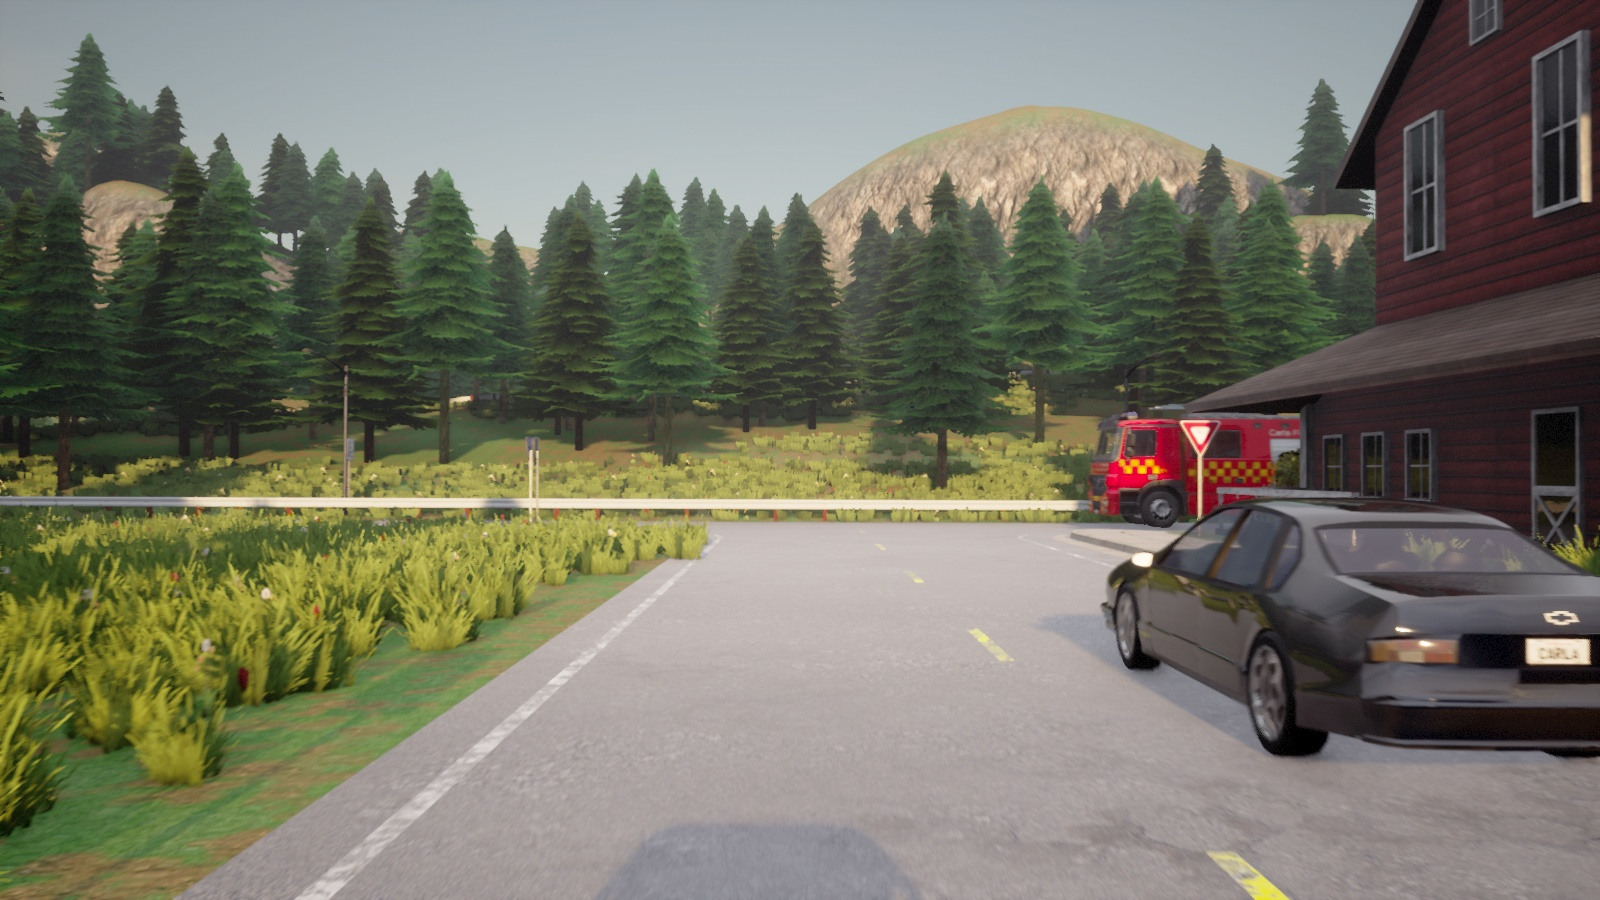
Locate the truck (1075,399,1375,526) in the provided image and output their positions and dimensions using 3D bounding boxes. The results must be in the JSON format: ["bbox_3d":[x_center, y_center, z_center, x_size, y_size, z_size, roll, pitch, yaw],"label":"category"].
[{"bbox_3d":[13.283,0.402,39.768,8.468,3.827,2.891,0,-1,0],"label":"truck"}]

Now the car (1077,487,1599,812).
[{"bbox_3d":[3.479,0.989,8.435,2.033,1.411,5.357,0,-1,0],"label":"car"}]
